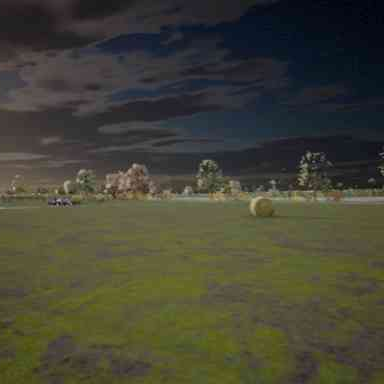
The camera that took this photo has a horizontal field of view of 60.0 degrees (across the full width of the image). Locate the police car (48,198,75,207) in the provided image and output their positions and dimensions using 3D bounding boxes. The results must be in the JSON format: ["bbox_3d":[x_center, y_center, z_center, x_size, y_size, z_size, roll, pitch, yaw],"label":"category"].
[{"bbox_3d":[-25.907,2.019,66.088,1.930,1.638,5.238,-1,-1,35],"label":"police car"}]
